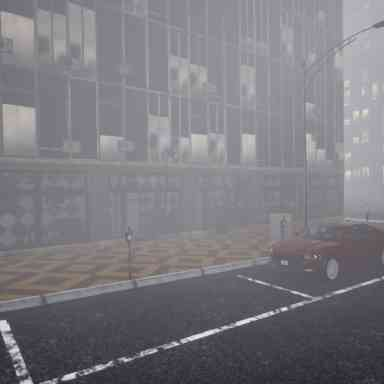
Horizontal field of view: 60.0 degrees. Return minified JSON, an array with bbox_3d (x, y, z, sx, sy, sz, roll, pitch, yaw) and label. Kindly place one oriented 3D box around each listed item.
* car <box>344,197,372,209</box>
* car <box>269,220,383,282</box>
[{"bbox_3d":[18.697,1.275,39.608,1.752,1.417,4.829,-1,1,-35],"label":"car"},{"bbox_3d":[4.164,1.542,9.725,4.507,1.381,1.887,0,-1,-36],"label":"car"}]
